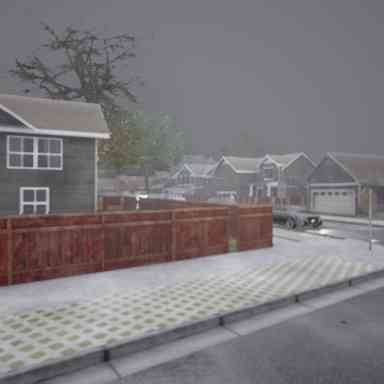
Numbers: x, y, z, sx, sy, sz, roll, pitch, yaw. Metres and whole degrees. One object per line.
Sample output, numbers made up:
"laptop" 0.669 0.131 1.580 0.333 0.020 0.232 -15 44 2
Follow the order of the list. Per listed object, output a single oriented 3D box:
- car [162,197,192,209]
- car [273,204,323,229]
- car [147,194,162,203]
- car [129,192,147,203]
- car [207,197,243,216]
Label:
"car" -1.517 1.335 38.171 1.812 1.442 4.674 0 0 -26
"car" 6.174 1.468 20.920 1.994 1.385 4.181 0 0 -23
"car" -4.850 1.361 51.243 1.895 1.301 4.718 0 0 -28
"car" -9.629 0.941 59.919 2.150 2.045 5.566 0 0 -30
"car" 2.800 1.211 28.823 2.097 1.767 4.553 0 0 -25
